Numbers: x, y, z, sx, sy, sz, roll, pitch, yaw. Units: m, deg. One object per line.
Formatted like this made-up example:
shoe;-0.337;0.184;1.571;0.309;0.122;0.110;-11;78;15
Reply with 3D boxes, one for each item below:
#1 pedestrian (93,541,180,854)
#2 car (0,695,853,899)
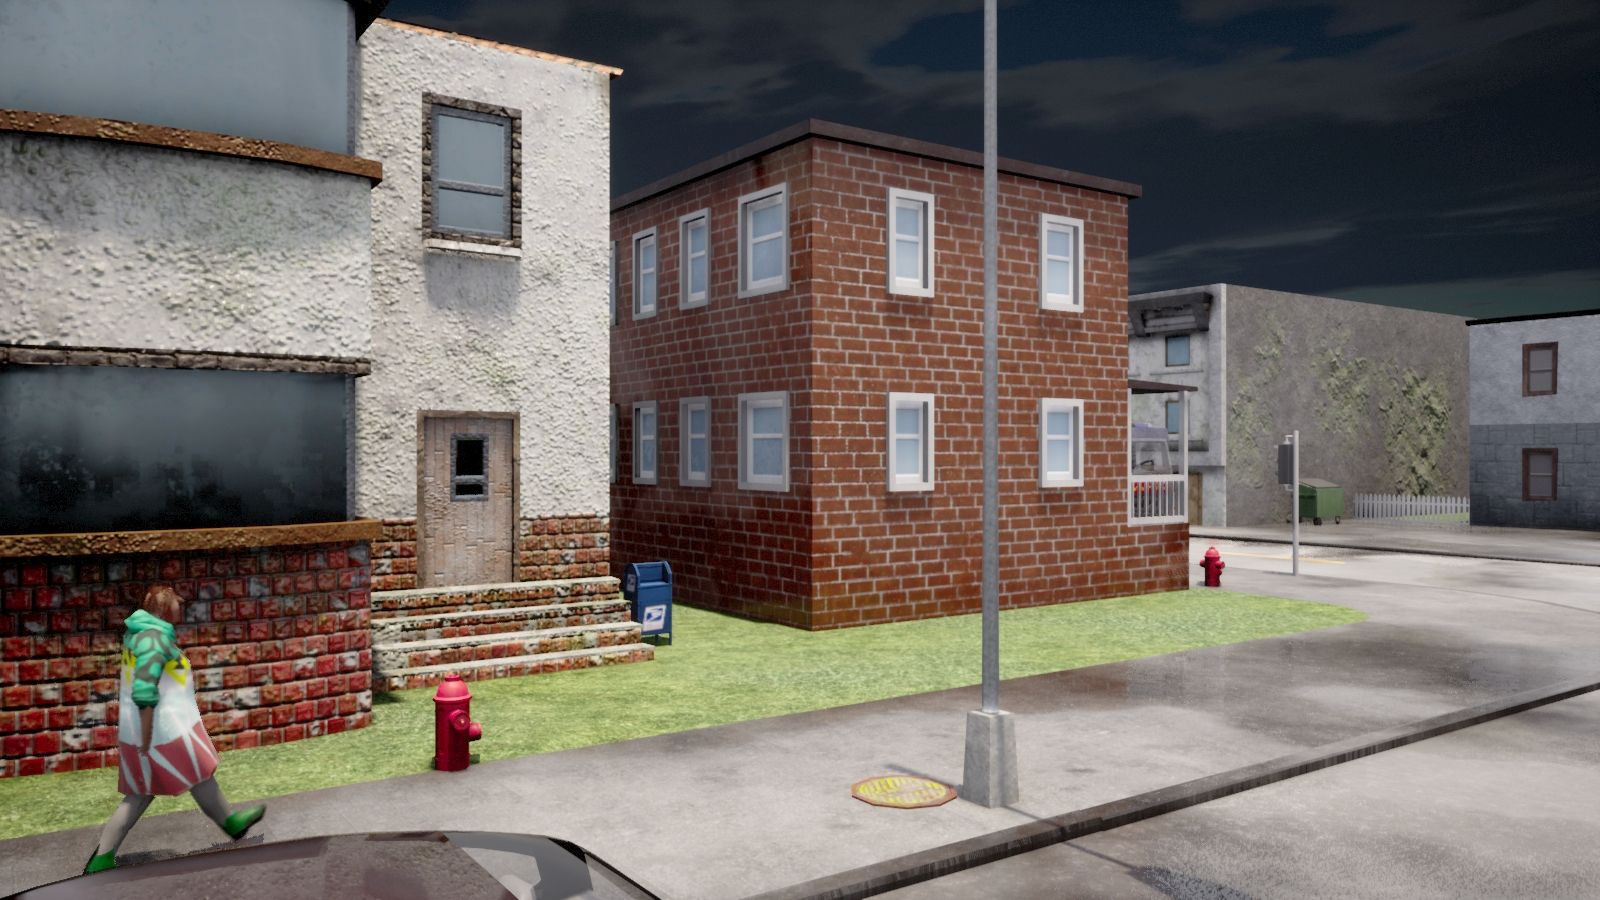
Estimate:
pedestrian;-4.178;1.524;7.197;0.375;1.860;0.375;0;0;41
car;-1.878;1.806;3.034;3.705;1.549;1.789;0;0;-35
